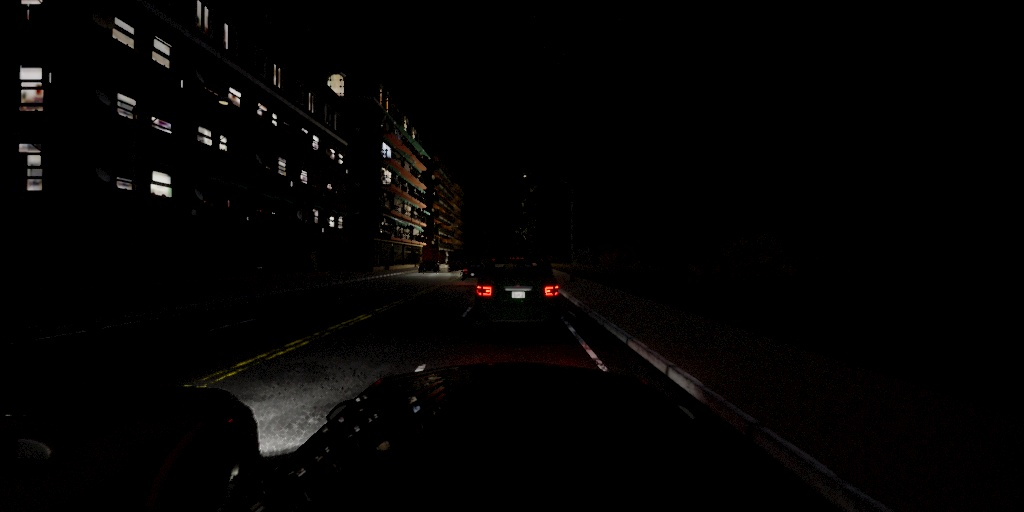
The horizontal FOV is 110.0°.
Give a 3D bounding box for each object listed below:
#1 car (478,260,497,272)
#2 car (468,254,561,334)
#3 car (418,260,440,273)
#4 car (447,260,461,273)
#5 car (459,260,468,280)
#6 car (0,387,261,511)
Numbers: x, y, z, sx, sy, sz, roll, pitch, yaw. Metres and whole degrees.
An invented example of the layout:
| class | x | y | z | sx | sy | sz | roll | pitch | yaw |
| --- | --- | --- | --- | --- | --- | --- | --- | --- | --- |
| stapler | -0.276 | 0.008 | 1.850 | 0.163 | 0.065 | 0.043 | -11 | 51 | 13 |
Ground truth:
| class | x | y | z | sx | sy | sz | roll | pitch | yaw |
| --- | --- | --- | --- | --- | --- | --- | --- | --- | --- |
| car | -3.126 | 1.247 | 46.187 | 2.128 | 1.511 | 4.902 | 0 | 0 | 0 |
| car | 0.107 | 0.974 | 10.803 | 2.150 | 2.045 | 5.566 | 0 | 0 | -1 |
| car | -9.830 | 1.261 | 42.870 | 1.837 | 1.490 | 4.892 | 0 | 0 | 0 |
| car | -6.579 | 1.233 | 43.394 | 1.882 | 1.535 | 5.008 | 0 | 0 | 0 |
| car | -3.136 | 1.281 | 30.793 | 1.812 | 1.442 | 4.674 | 0 | 0 | 0 |
| car | -3.152 | 1.314 | 1.355 | 1.994 | 1.385 | 4.181 | 0 | 0 | 0 |
